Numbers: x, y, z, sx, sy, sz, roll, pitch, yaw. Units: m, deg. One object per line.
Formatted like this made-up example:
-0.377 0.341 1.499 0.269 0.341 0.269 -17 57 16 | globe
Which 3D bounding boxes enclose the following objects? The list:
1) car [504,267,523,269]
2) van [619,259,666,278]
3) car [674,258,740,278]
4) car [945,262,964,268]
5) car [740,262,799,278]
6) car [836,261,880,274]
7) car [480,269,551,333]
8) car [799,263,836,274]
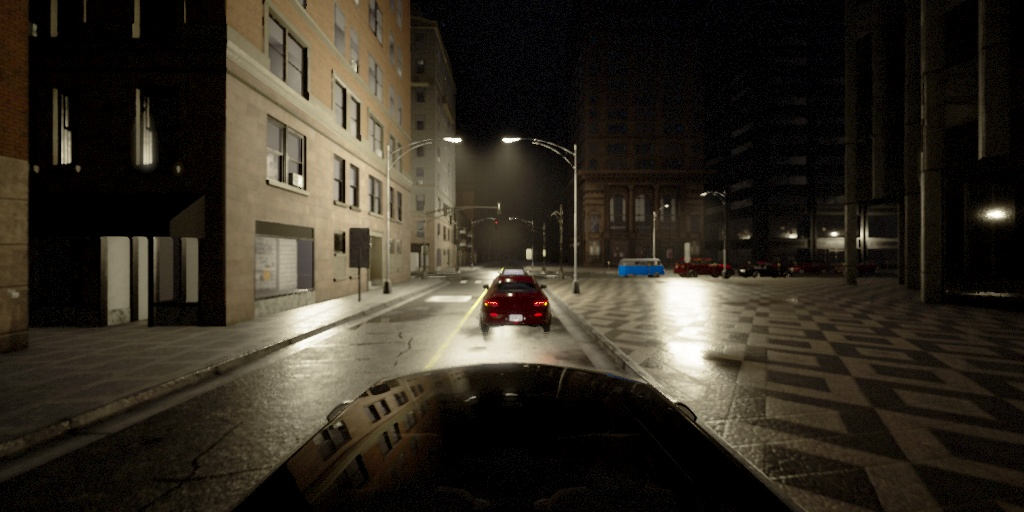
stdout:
0.100 1.334 20.577 1.994 1.385 4.181 0 0 0 | car
11.726 1.156 32.523 3.998 1.789 1.690 0 0 -1 | van
17.367 1.129 32.610 5.009 1.841 2.192 0 0 -1 | car
39.924 1.242 32.955 4.097 1.591 1.967 0 0 -1 | car
23.006 1.377 32.696 4.313 1.339 1.948 0 0 -1 | car
39.818 1.251 41.480 4.097 1.591 1.967 0 0 -1 | car
0.091 1.286 10.675 1.812 1.442 4.674 0 0 0 | car
34.179 1.397 41.394 4.207 1.307 1.802 0 0 -1 | car
